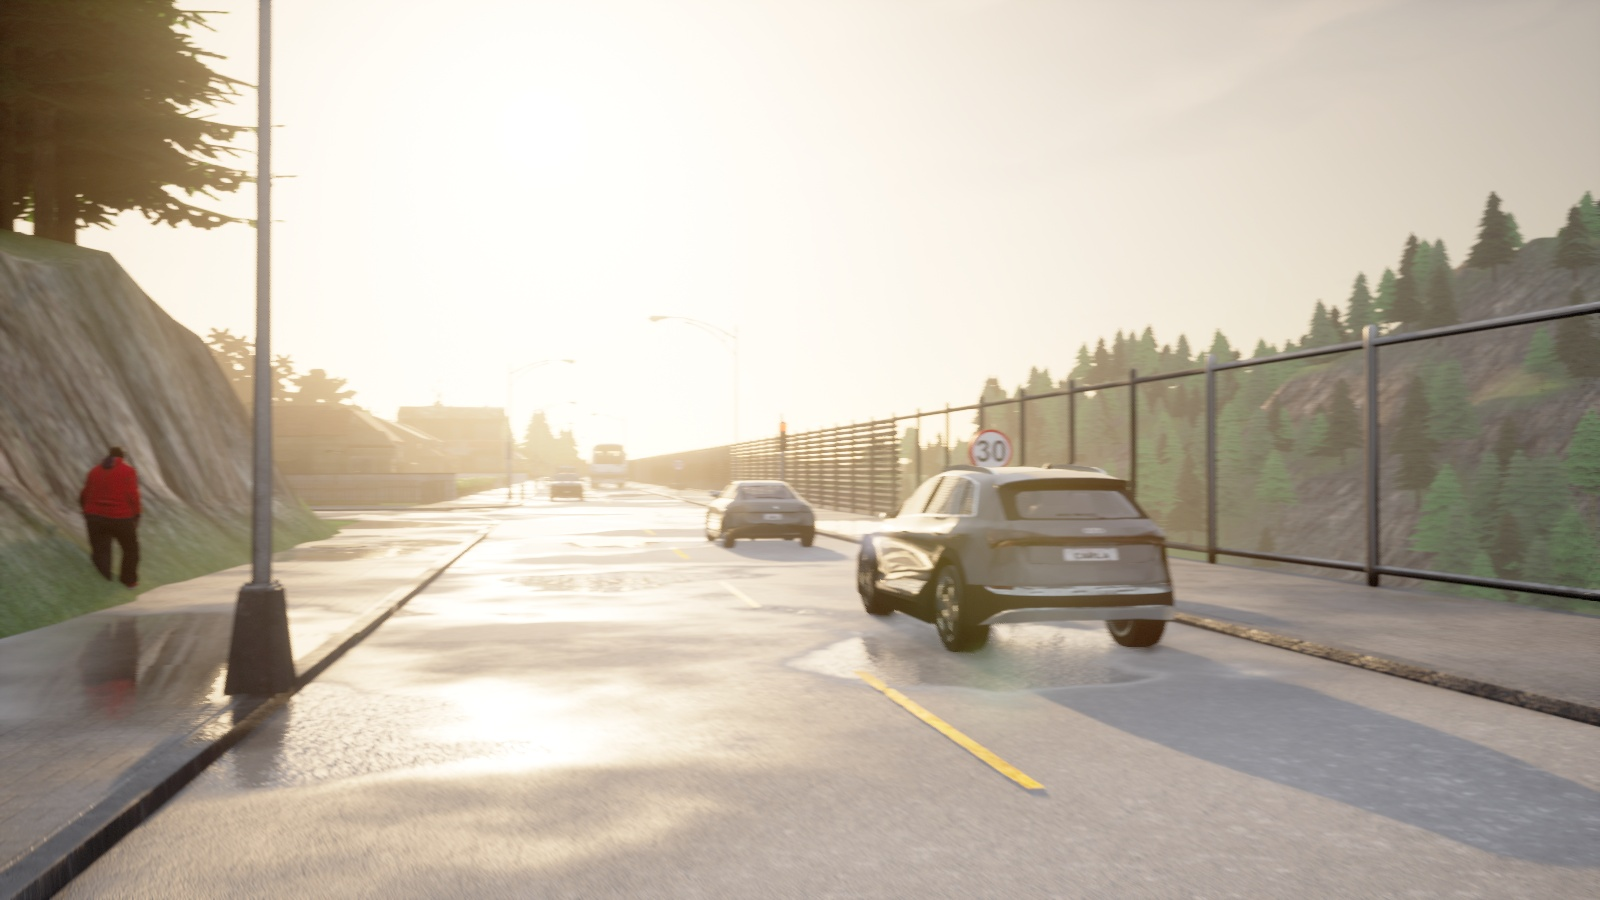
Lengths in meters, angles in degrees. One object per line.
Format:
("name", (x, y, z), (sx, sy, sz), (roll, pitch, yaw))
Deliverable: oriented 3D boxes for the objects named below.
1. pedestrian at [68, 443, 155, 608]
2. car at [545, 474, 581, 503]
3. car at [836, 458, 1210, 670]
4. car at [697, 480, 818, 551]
("pedestrian", (-7.956, 0.850, 14.547), (0.634, 1.844, 0.899), (0, -1, -11))
("car", (-13.184, 2.118, 69.703), (1.882, 1.535, 5.008), (0, -1, -11))
("car", (1.883, 0.941, 12.457), (2.033, 1.649, 4.856), (0, -1, -11))
("car", (-1.011, 1.359, 27.335), (1.994, 1.385, 4.181), (0, -1, -11))
